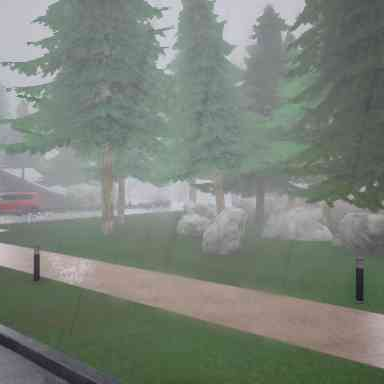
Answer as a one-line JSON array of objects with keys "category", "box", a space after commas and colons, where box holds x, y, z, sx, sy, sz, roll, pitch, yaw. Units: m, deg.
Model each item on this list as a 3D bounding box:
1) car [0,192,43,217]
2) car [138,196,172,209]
[{"category": "car", "box": [-14.825, 1.048, 26.536, 2.150, 2.045, 5.566, 0, 0, 35]}, {"category": "car", "box": [-4.518, 1.233, 40.781, 2.097, 1.767, 4.553, 0, 0, 36]}]
